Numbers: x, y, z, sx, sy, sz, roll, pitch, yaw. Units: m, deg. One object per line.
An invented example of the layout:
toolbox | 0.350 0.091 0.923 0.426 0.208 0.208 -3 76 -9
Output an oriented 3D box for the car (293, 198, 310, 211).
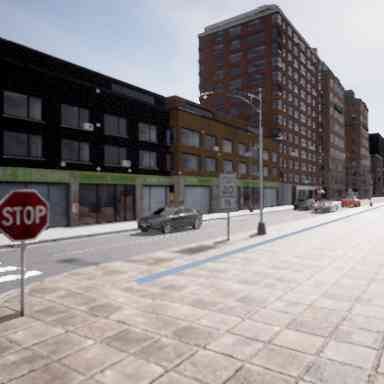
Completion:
car | 14.198 1.559 41.703 1.837 1.490 4.892 -1 -1 36

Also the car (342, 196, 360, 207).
car | 24.309 1.370 50.890 2.097 1.767 4.553 -1 0 36

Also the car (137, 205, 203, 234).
car | -1.223 1.604 20.224 1.837 1.490 4.892 -1 0 36

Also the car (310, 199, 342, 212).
car | 15.714 1.631 38.850 1.895 1.301 4.718 -1 0 36
